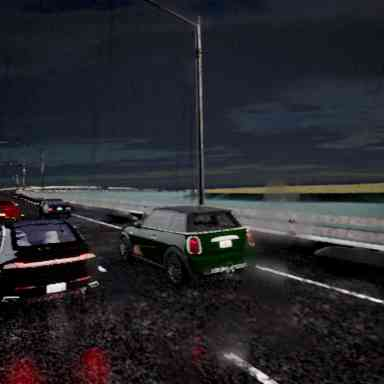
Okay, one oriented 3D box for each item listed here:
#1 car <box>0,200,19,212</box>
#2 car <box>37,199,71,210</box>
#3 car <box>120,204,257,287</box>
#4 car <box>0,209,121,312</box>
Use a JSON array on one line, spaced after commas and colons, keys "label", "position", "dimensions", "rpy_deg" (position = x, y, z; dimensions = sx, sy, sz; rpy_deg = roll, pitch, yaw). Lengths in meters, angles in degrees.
[{"label": "car", "position": [-13.283, 1.278, 23.254], "dimensions": [1.882, 1.535, 5.008], "rpy_deg": [-2, 1, -32]}, {"label": "car", "position": [-10.753, 1.235, 25.814], "dimensions": [2.033, 1.411, 5.357], "rpy_deg": [-2, 1, -32]}, {"label": "car", "position": [-0.388, 1.155, 9.154], "dimensions": [2.097, 1.767, 4.553], "rpy_deg": [-2, 1, -32]}, {"label": "car", "position": [-3.600, 1.400, 7.700], "dimensions": [2.128, 1.511, 4.902], "rpy_deg": [-2, 1, -32]}]
